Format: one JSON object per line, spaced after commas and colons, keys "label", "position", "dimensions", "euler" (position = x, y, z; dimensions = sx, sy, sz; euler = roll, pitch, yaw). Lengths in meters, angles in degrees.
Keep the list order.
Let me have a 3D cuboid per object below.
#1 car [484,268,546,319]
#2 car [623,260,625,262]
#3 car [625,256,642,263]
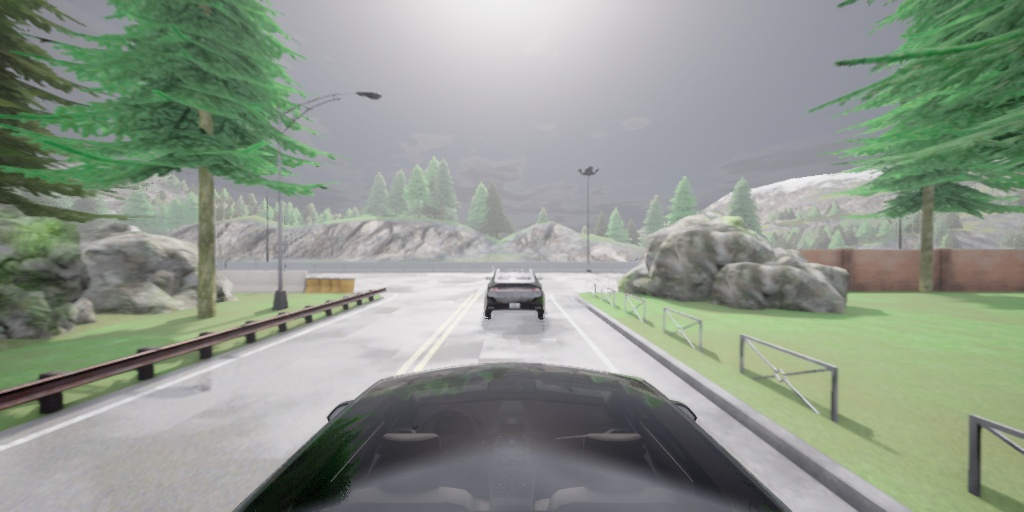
{"label": "car", "position": [0.083, 1.147, 12.393], "dimensions": [2.128, 1.511, 4.902], "euler": [0, 0, 0]}
{"label": "car", "position": [20.044, 0.810, 57.187], "dimensions": [4.553, 1.767, 2.097], "euler": [0, 1, 0]}
{"label": "car", "position": [20.025, 0.993, 53.701], "dimensions": [4.892, 1.490, 1.837], "euler": [0, 0, 0]}
